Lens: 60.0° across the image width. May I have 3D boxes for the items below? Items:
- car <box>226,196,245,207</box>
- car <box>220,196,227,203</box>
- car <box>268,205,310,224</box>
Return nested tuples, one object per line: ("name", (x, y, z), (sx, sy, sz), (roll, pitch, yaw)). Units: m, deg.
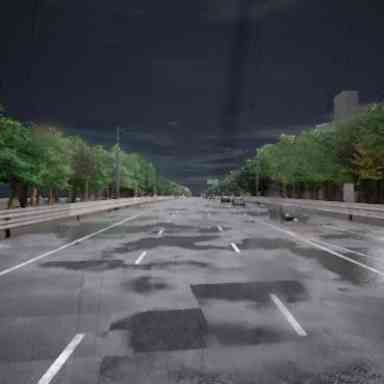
("car", (7.029, 1.512, 51.528), (2.128, 1.511, 4.902), (0, 0, 0))
("car", (7.104, 1.610, 71.914), (1.882, 1.535, 5.008), (0, 0, 0))
("car", (7.031, 1.606, 24.779), (1.895, 1.301, 4.718), (0, 0, -1))
